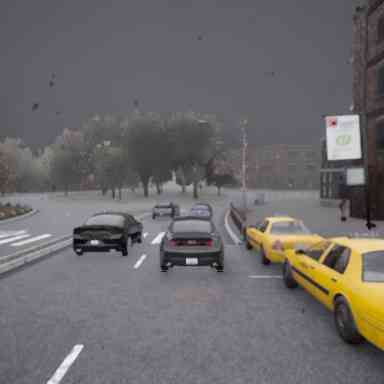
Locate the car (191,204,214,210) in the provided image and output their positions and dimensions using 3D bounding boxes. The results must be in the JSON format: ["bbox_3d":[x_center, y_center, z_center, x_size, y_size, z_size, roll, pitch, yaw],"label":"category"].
[{"bbox_3d":[0.817,1.661,27.666,2.033,1.411,5.357,0,0,6],"label":"car"}]

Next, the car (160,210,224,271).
[{"bbox_3d":[0.014,1.566,11.136,1.837,1.490,4.892,0,0,0],"label":"car"}]

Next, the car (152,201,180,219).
[{"bbox_3d":[-2.219,1.568,29.577,2.128,1.511,4.902,0,1,6],"label":"car"}]

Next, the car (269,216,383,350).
[{"bbox_3d":[3.171,1.511,6.431,1.946,1.575,5.366,0,0,-1],"label":"car"}]

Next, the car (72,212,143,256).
[{"bbox_3d":[-3.214,1.550,13.576,1.882,1.535,5.008,0,-1,1],"label":"car"}]
